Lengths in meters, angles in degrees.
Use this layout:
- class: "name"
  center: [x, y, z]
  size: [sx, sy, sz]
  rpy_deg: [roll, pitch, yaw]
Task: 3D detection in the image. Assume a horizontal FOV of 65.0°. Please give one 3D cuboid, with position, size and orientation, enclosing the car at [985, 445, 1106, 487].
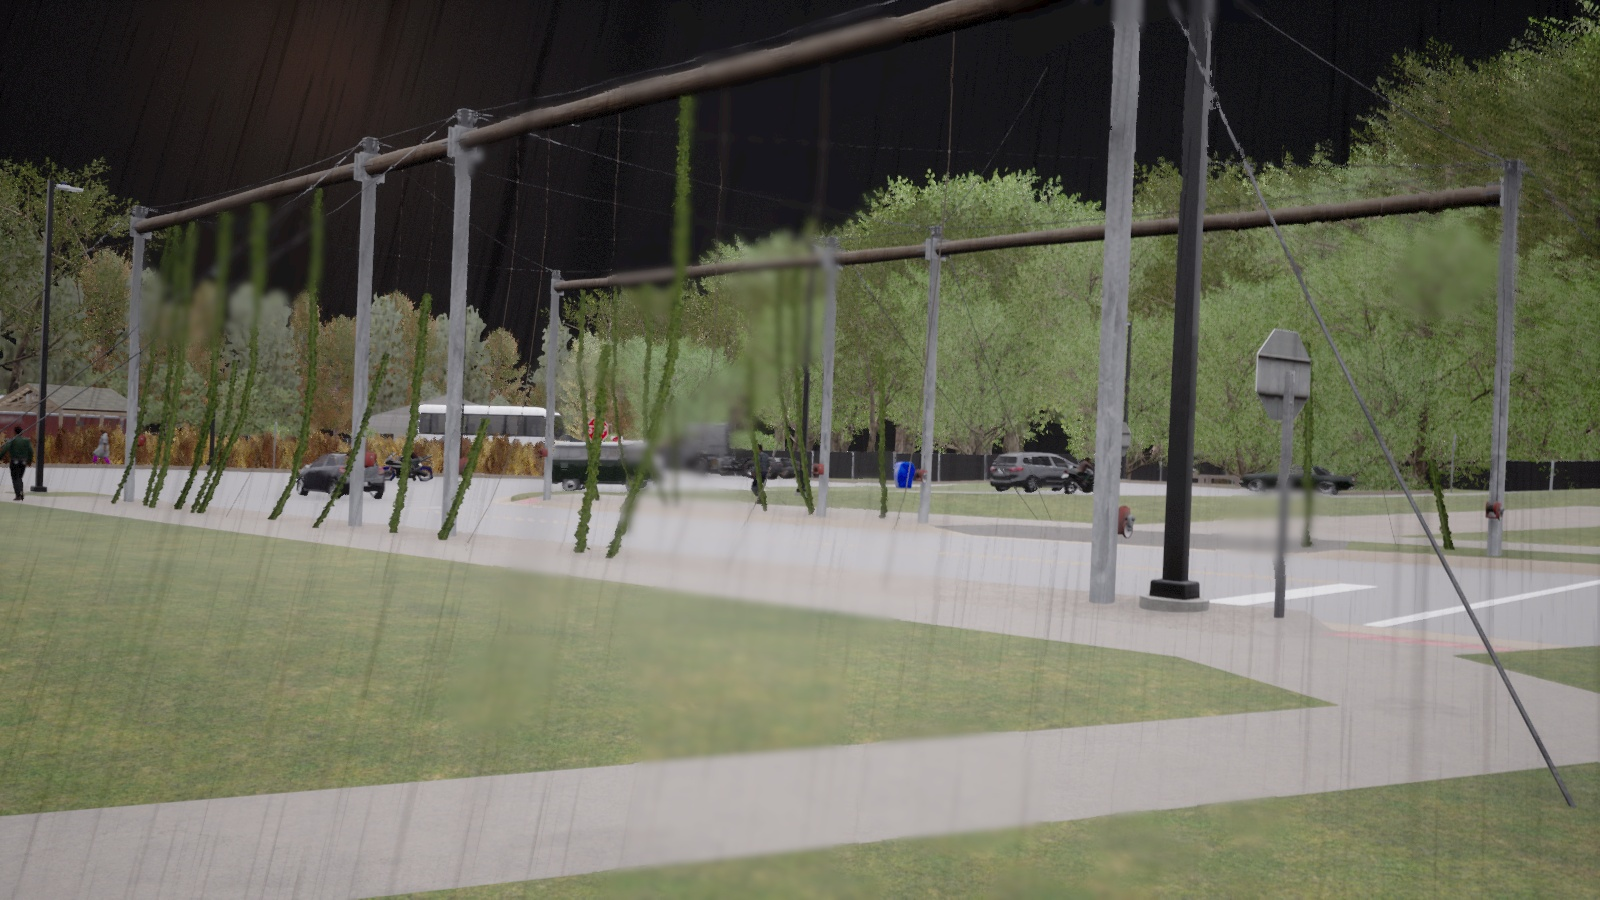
- class: "car"
  center: [10.268, 0.642, 52.489]
  size: [4.611, 1.667, 2.242]
  rpy_deg: [0, 0, -28]

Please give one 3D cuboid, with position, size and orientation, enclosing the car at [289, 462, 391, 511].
- class: "car"
  center: [-15.316, 1.189, 41.751]
  size: [1.845, 1.501, 3.633]
  rpy_deg: [1, 0, -45]

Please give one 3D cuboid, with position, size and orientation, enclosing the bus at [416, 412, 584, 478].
- class: "bus"
  center: [-20.033, -0.373, 84.334]
  size: [10.273, 4.253, 3.944]
  rpy_deg: [0, 1, 5]

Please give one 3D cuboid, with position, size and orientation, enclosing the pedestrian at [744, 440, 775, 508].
- class: "pedestrian"
  center: [-1.182, 0.690, 36.869]
  size: [0.788, 1.949, 0.423]
  rpy_deg: [1, 0, 42]

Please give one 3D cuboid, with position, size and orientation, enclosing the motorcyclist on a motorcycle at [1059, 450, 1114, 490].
- class: "motorcyclist on a motorcycle"
  center: [11.144, 0.776, 48.846]
  size: [2.044, 1.523, 0.797]
  rpy_deg: [0, -1, -28]

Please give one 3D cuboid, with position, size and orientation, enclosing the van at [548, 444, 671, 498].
- class: "van"
  center: [-7.479, 0.826, 49.552]
  size: [4.442, 1.987, 1.775]
  rpy_deg: [-1, 1, 6]

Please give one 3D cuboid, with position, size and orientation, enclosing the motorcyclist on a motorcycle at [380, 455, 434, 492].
- class: "motorcyclist on a motorcycle"
  center: [-16.926, 1.000, 54.114]
  size: [2.191, 1.530, 0.866]
  rpy_deg: [0, 1, -21]

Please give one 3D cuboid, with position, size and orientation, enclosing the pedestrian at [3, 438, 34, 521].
- class: "pedestrian"
  center: [-18.804, 0.703, 30.207]
  size: [0.788, 1.949, 0.423]
  rpy_deg: [1, 0, 44]

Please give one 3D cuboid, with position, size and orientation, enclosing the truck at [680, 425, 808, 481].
- class: "truck"
  center: [-3.653, 0.124, 80.591]
  size: [7.936, 3.462, 2.891]
  rpy_deg: [0, 2, 31]

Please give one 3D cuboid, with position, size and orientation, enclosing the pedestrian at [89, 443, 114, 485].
- class: "pedestrian"
  center: [-32.662, 0.637, 58.755]
  size: [0.873, 1.952, 0.659]
  rpy_deg: [1, 0, -18]

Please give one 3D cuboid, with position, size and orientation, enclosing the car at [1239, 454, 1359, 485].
- class: "car"
  center: [22.102, 0.862, 55.695]
  size: [4.718, 1.301, 1.895]
  rpy_deg: [-1, 0, 30]
